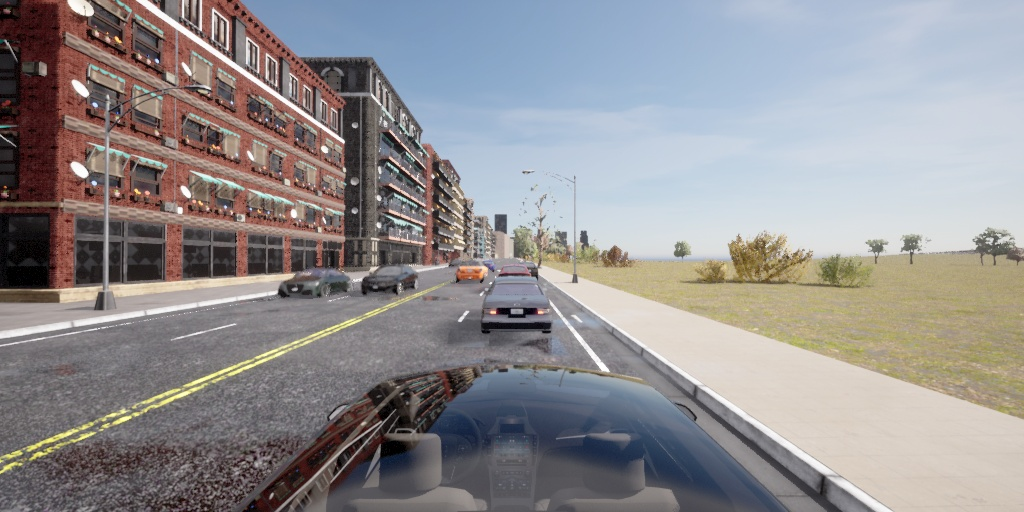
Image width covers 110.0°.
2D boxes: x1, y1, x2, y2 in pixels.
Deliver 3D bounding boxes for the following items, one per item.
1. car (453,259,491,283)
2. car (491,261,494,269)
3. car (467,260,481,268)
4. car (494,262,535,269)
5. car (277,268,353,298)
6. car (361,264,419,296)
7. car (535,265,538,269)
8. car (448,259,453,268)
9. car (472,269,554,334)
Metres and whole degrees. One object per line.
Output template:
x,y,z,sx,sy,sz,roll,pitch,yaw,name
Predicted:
-3.096,1.104,28.514,2.097,1.767,4.553,0,0,0,car
-3.060,1.276,45.388,1.812,1.442,4.674,0,0,0,car
-6.445,1.348,61.932,1.895,1.301,4.718,0,0,1,car
0.142,1.229,21.159,1.882,1.535,5.008,0,0,0,car
-9.818,1.315,18.203,1.994,1.385,4.181,0,0,0,car
-6.564,1.229,19.728,1.882,1.535,5.008,0,0,0,car
1.197,1.230,30.597,1.882,1.535,5.008,0,0,0,car
-9.696,1.254,61.450,1.837,1.490,4.892,0,-1,0,car
0.117,1.298,10.619,2.033,1.411,5.357,0,0,0,car
